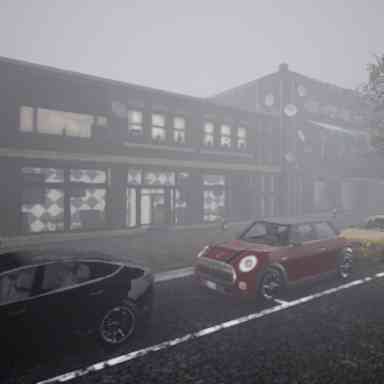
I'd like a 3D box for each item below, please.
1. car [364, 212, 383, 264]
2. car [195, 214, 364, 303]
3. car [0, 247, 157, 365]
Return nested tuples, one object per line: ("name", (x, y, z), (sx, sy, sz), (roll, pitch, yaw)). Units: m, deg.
("car", (6.484, 1.371, 11.170), (4.829, 1.417, 1.752), (-1, 1, -35))
("car", (2.028, 1.358, 7.990), (4.097, 1.590, 1.967), (-1, 1, -35))
("car", (-2.566, 1.559, 4.715), (4.313, 1.339, 1.947), (-1, 1, -35))
